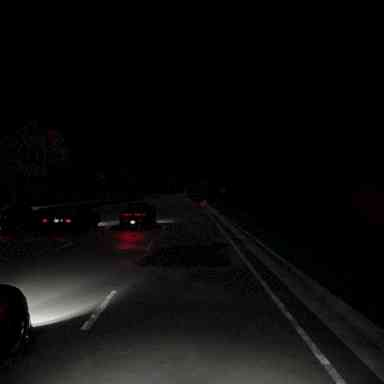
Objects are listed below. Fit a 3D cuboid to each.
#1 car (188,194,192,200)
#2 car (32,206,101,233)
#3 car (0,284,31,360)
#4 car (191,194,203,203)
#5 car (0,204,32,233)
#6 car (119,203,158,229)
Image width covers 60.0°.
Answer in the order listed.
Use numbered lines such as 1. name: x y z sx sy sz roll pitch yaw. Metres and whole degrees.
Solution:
1. car: -0.002 1.263 83.317 2.128 1.511 4.902 0 0 0
2. car: -6.901 1.524 19.436 2.033 1.411 5.357 0 0 0
3. car: -3.400 1.560 3.296 1.994 1.385 4.181 0 0 0
4. car: 1.222 1.375 66.582 1.801 1.575 5.366 0 0 0
5. car: -10.401 1.454 19.461 1.882 1.535 5.008 0 0 0
6. car: -3.401 1.479 21.522 1.837 1.490 4.892 0 0 0
